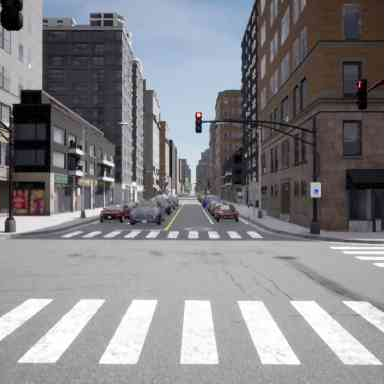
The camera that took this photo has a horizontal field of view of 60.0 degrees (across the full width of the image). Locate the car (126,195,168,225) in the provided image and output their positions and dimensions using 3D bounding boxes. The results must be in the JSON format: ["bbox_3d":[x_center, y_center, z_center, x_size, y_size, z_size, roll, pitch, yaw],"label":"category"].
[{"bbox_3d":[-3.138,1.358,24.079,2.097,1.767,4.553,0,0,0],"label":"car"}]

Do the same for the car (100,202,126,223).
[{"bbox_3d":[-5.894,1.551,25.982,1.887,1.381,4.507,1,0,0],"label":"car"}]

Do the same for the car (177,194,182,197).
[{"bbox_3d":[-3.146,1.509,54.077,2.128,1.511,4.902,0,0,0],"label":"car"}]

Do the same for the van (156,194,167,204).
[{"bbox_3d":[-5.961,1.366,65.692,1.690,1.788,3.998,1,0,0],"label":"van"}]

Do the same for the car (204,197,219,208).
[{"bbox_3d":[2.611,1.592,37.335,1.802,1.307,4.206,1,0,0],"label":"car"}]

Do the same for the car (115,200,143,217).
[{"bbox_3d":[-5.904,1.552,31.655,1.887,1.381,4.507,1,0,0],"label":"car"}]

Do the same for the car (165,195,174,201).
[{"bbox_3d":[-6.003,1.604,88.384,1.947,1.339,4.313,1,0,0],"label":"car"}]

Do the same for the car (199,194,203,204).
[{"bbox_3d":[2.595,1.330,48.681,2.192,1.841,5.009,1,0,0],"label":"car"}]

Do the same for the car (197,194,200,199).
[{"bbox_3d":[2.552,1.594,71.374,1.947,1.339,4.313,1,0,0],"label":"car"}]

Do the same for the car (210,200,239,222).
[{"bbox_3d":[2.631,1.588,25.988,1.802,1.307,4.206,1,0,0],"label":"car"}]

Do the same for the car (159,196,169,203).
[{"bbox_3d":[-5.973,1.610,71.365,1.802,1.307,4.206,1,0,0],"label":"car"}]

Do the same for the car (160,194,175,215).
[{"bbox_3d":[-3.156,1.361,33.900,2.097,1.767,4.553,0,0,0],"label":"car"}]

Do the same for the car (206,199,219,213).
[{"bbox_3d":[2.621,1.590,31.661,1.802,1.307,4.206,1,0,0],"label":"car"}]

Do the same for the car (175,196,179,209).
[{"bbox_3d":[-3.159,1.576,43.844,1.994,1.385,4.181,0,0,1],"label":"car"}]

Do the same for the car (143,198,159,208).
[{"bbox_3d":[-5.934,1.597,48.674,1.802,1.307,4.206,1,0,0],"label":"car"}]

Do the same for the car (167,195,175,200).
[{"bbox_3d":[-6.012,1.586,94.056,1.887,1.381,4.507,1,0,0],"label":"car"}]

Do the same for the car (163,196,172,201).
[{"bbox_3d":[-5.993,1.601,82.711,1.947,1.339,4.313,1,0,0],"label":"car"}]

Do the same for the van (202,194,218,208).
[{"bbox_3d":[2.604,1.353,43.008,1.690,1.788,3.998,1,0,0],"label":"van"}]

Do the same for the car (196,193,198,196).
[{"bbox_3d":[2.535,1.350,82.722,2.192,1.841,5.009,1,0,0],"label":"car"}]

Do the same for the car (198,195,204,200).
[{"bbox_3d":[2.514,1.566,94.238,1.752,1.417,4.829,1,0,0],"label":"car"}]

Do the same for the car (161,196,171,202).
[{"bbox_3d":[-5.983,1.582,77.038,2.008,1.369,4.403,1,0,0],"label":"car"}]

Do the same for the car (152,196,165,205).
[{"bbox_3d":[-5.952,1.461,60.019,1.967,1.590,4.097,1,0,0],"label":"car"}]
